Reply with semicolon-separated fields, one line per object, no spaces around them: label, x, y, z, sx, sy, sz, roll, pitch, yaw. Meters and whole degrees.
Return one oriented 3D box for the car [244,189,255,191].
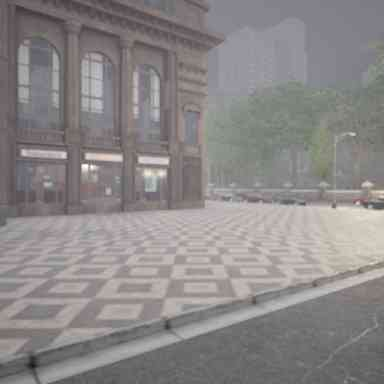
car;9.335;0.472;58.612;2.192;1.841;5.009;1;0;-35

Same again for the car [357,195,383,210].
car;18.402;1.137;31.159;2.008;1.369;4.403;1;0;-35

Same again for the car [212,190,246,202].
car;5.591;0.803;49.162;2.008;1.369;4.403;1;0;-35

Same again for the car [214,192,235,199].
car;6.126;0.651;63.115;1.802;1.307;4.206;1;0;-35

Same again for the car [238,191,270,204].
car;8.794;0.882;44.662;1.887;1.381;4.507;1;0;-35

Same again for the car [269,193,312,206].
car;11.996;0.988;40.161;1.947;1.339;4.313;1;0;-35

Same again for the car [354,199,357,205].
car;22.139;1.041;40.611;1.887;1.381;4.507;1;0;-35

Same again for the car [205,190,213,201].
car;2.389;0.747;53.663;1.802;1.307;4.206;1;0;-35

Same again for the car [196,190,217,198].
car;2.927;0.420;67.615;1.967;1.590;4.097;1;0;-35

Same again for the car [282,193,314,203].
car;15.734;0.895;49.613;1.947;1.339;4.313;1;0;-35
